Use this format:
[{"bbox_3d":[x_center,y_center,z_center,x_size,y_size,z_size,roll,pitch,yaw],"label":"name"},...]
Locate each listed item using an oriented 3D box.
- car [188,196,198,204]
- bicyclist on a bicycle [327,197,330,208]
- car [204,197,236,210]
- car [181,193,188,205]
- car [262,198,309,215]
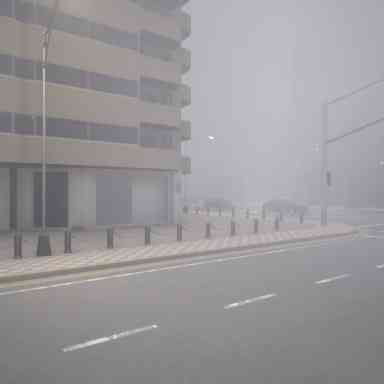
[{"bbox_3d":[-0.785,1.449,60.575,1.837,1.490,4.892,0,0,-34],"label":"car"},{"bbox_3d":[17.322,1.245,43.050,1.656,1.620,0.582,0,0,-35],"label":"bicyclist on a bicycle"},{"bbox_3d":[3.467,1.437,41.968,2.128,1.511,4.902,0,0,-35],"label":"car"},{"bbox_3d":[-3.522,1.166,58.373,2.150,2.045,5.566,0,0,-34],"label":"car"},{"bbox_3d":[9.370,1.422,33.598,1.882,1.535,5.008,0,0,-35],"label":"car"}]
